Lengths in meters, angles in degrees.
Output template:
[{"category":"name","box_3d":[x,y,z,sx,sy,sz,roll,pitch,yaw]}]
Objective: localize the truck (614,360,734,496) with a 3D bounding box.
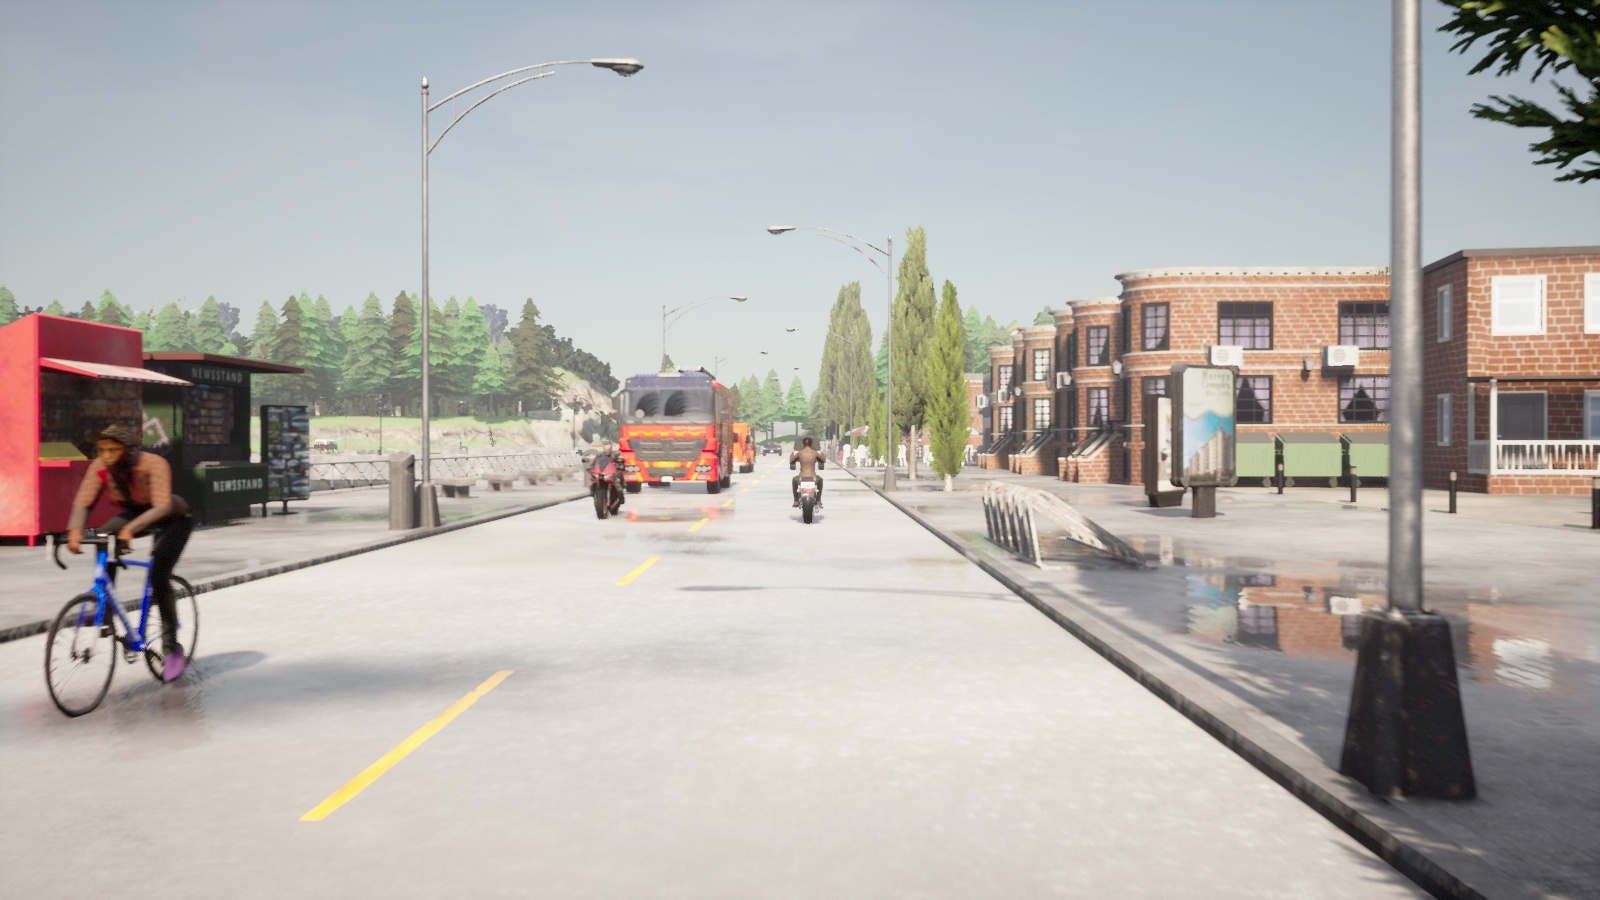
[{"category":"truck","box_3d":[-3.767,-0.645,39.683,2.891,3.827,8.468,0,0,0]}]

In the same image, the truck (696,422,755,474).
[{"category":"truck","box_3d":[-3.642,-0.095,62.336,2.627,2.467,5.204,0,0,0]}]

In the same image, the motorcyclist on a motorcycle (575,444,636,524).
[{"category":"motorcyclist on a motorcycle","box_3d":[-3.848,0.637,25.063,0.866,1.530,2.191,0,0,0]}]

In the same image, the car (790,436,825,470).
[{"category":"car","box_3d":[0.402,0.146,70.452,1.905,1.878,3.866,0,0,0]}]

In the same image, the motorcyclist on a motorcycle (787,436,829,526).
[{"category":"motorcyclist on a motorcycle","box_3d":[0.149,0.561,24.151,0.766,1.649,2.350,0,0,0]}]

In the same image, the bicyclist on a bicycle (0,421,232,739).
[{"category":"bicyclist on a bicycle","box_3d":[-3.942,0.655,7.228,0.582,1.620,1.656,0,1,0]}]
